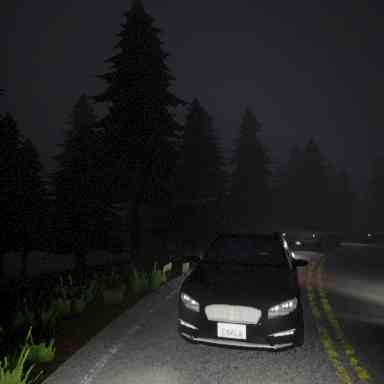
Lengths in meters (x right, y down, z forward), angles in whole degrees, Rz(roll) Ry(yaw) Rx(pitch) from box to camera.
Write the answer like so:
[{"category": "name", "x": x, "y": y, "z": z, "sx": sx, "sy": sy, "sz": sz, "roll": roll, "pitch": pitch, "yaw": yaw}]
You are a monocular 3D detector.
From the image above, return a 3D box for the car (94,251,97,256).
[{"category": "car", "x": -20.266, "y": 13.650, "z": 72.970, "sx": 4.181, "sy": 1.381, "sz": 1.994, "roll": -2, "pitch": -5, "yaw": 31}]

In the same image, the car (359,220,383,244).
[{"category": "car", "x": 15.833, "y": 3.224, "z": 26.454, "sx": 5.566, "sy": 2.045, "sz": 2.150, "roll": 8, "pitch": -8, "yaw": -28}]

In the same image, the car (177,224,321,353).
[{"category": "car", "x": 1.133, "y": 1.562, "z": 6.603, "sx": 2.128, "sy": 1.511, "sz": 4.902, "roll": -1, "pitch": -2, "yaw": 15}]

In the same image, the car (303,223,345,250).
[{"category": "car", "x": 6.496, "y": 2.308, "z": 17.692, "sx": 1.895, "sy": 1.301, "sz": 4.718, "roll": -3, "pitch": -6, "yaw": 39}]
